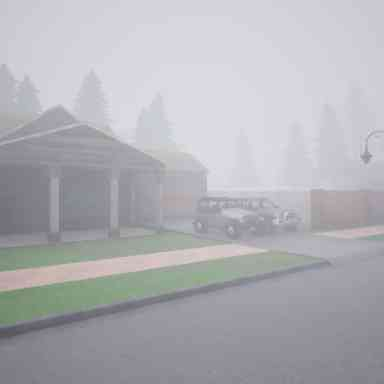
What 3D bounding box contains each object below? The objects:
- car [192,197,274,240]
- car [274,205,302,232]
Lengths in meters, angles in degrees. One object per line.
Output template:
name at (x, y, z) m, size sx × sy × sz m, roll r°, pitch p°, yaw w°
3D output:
car at (1.684, 1.176, 16.093) m, size 1.905 × 1.878 × 3.866 m, roll 0°, pitch 0°, yaw -36°
car at (3.494, 1.174, 17.880) m, size 1.932 × 1.855 × 4.605 m, roll 0°, pitch 0°, yaw -36°
